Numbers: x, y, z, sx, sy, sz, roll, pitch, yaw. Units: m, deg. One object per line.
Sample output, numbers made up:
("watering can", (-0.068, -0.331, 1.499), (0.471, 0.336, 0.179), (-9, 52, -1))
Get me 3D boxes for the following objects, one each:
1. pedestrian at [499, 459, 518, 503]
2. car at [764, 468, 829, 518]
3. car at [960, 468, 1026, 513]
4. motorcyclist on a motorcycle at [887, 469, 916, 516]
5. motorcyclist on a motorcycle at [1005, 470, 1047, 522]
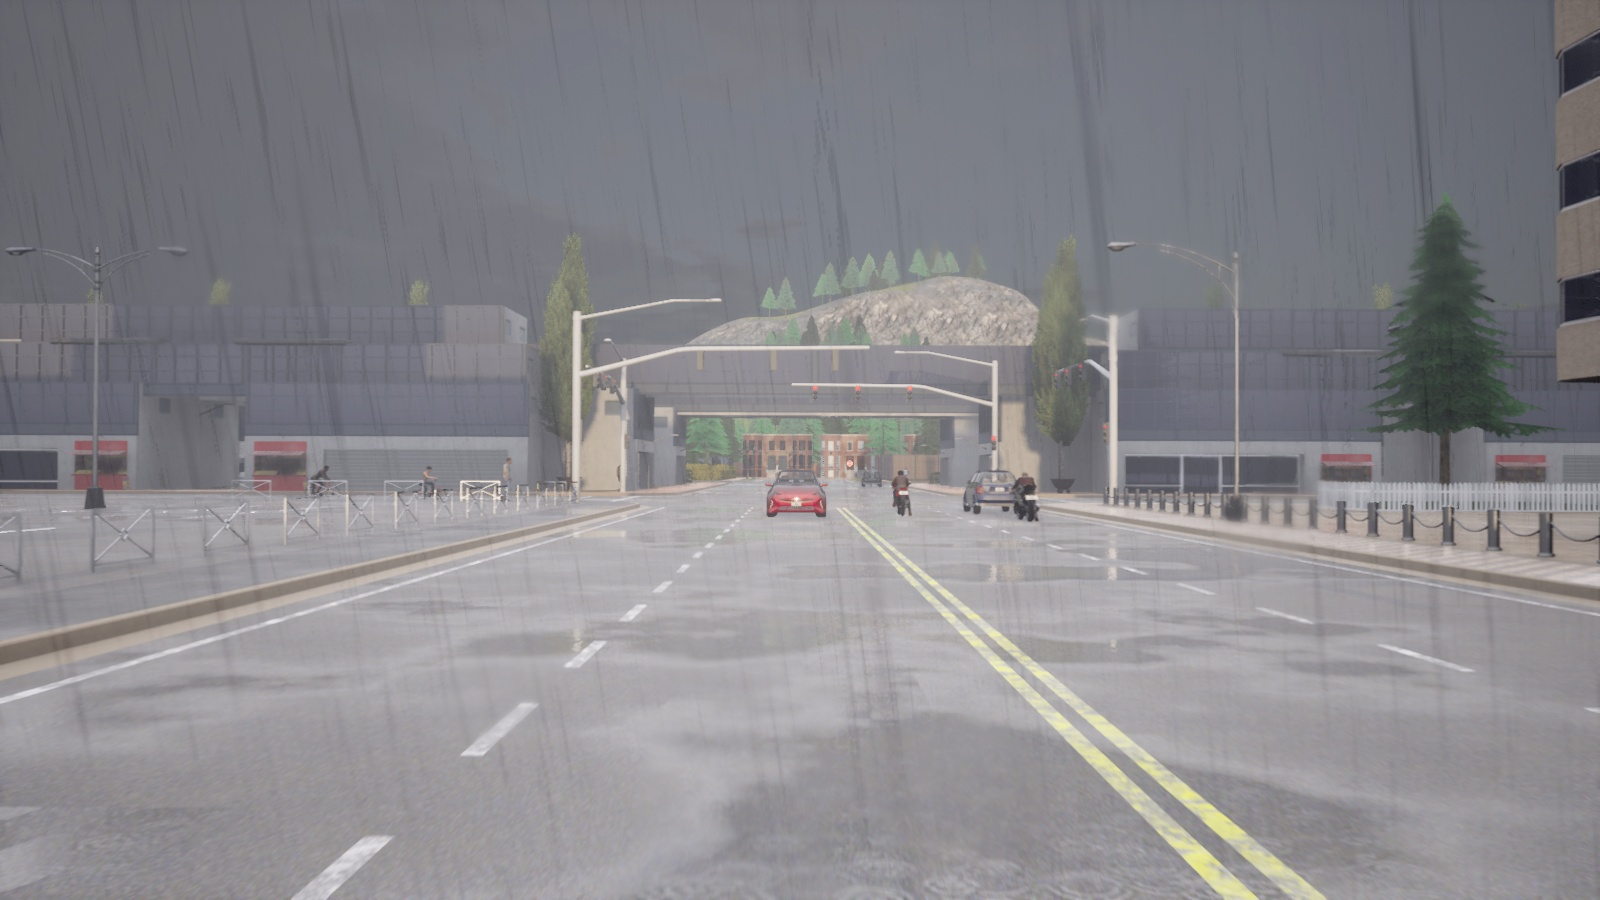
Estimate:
("pedestrian", (-12.248, 1.305, 52.764), (0.706, 1.836, 0.354), (0, -1, 0))
("car", (-0.103, 1.373, 41.238), (2.007, 1.525, 4.514), (0, -1, 0))
("car", (6.891, 1.436, 45.195), (1.789, 1.549, 3.705), (0, -1, 0))
("motorcyclist on a motorcycle", (3.388, 1.408, 42.136), (0.797, 1.523, 2.044), (0, -1, 0))
("motorcyclist on a motorcycle", (6.908, 1.393, 38.528), (0.866, 1.530, 2.191), (0, -1, 0))
